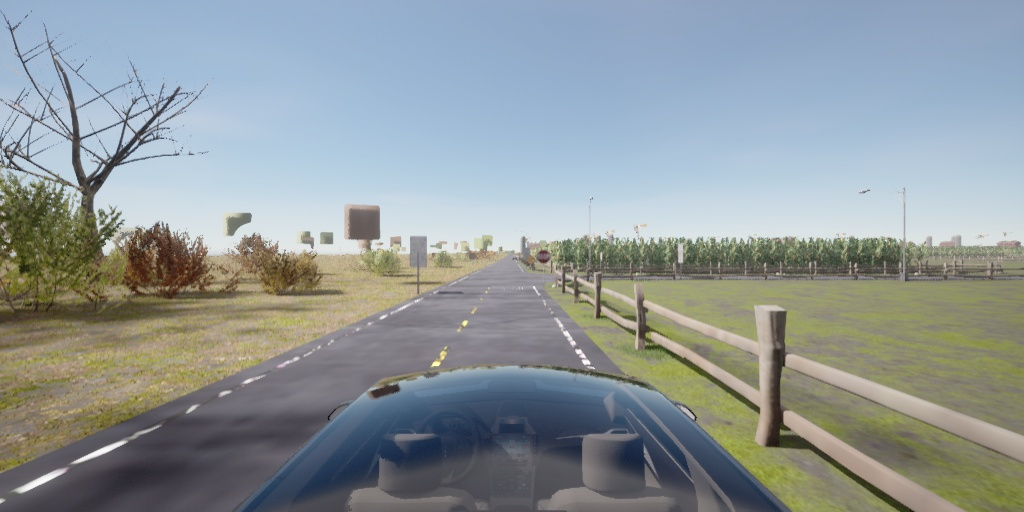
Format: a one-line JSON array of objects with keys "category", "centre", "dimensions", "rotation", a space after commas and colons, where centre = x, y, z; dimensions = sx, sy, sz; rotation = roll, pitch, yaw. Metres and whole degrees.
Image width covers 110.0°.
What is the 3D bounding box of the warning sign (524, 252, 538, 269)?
[{"category": "warning sign", "centre": [2.449, 0.787, 46.883], "dimensions": [1.300, 1.860, 1.060], "rotation": [0, 0, 0]}]
